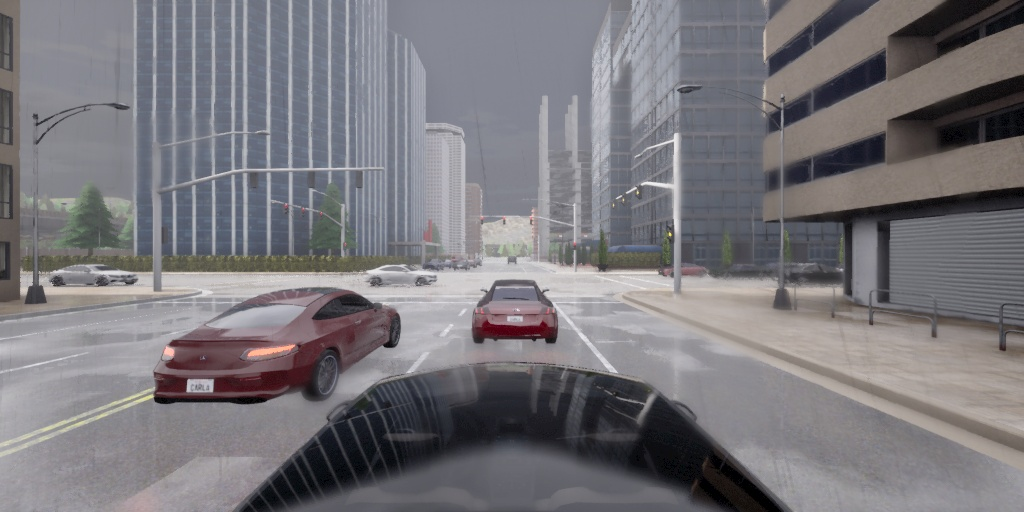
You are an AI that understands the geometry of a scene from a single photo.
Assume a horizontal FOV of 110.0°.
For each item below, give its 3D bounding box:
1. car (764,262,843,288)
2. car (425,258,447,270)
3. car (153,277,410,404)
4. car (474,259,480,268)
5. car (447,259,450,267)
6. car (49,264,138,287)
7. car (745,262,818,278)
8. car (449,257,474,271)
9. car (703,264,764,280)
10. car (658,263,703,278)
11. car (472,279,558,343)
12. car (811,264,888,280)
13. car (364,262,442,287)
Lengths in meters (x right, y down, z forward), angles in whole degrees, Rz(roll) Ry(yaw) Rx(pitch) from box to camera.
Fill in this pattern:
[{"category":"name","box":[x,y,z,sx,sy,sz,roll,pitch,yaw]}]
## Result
[{"category":"car","box":[19.673,1.255,23.307,4.892,1.490,1.837,0,0,1]},{"category":"car","box":[-10.575,1.102,48.361,2.097,1.767,4.553,0,0,0]},{"category":"car","box":[-3.441,1.276,6.280,1.812,1.442,4.674,0,0,0]},{"category":"car","box":[-7.057,1.275,60.841,1.812,1.442,4.674,0,0,1]},{"category":"car","box":[-10.568,1.276,58.177,1.812,1.442,4.674,0,0,1]},{"category":"car","box":[-27.768,1.276,23.823,4.674,1.442,1.812,0,0,0]},{"category":"car","box":[25.383,1.297,33.949,5.357,1.411,2.033,0,0,1]},{"category":"car","box":[-7.071,1.241,50.886,2.128,1.511,4.902,0,0,0]},{"category":"car","box":[19.371,1.351,30.511,4.718,1.301,1.895,0,0,1]},{"category":"car","box":[16.148,1.314,34.047,4.181,1.385,1.994,0,0,1]},{"category":"car","box":[0.079,1.314,9.669,1.994,1.385,4.181,0,0,0]},{"category":"car","box":[28.540,1.351,30.414,4.718,1.301,1.895,0,0,1]},{"category":"car","box":[-7.305,1.275,23.588,4.674,1.442,1.812,0,0,1]}]
